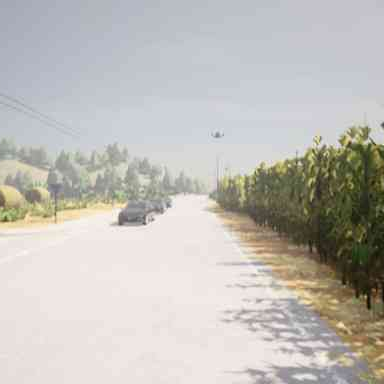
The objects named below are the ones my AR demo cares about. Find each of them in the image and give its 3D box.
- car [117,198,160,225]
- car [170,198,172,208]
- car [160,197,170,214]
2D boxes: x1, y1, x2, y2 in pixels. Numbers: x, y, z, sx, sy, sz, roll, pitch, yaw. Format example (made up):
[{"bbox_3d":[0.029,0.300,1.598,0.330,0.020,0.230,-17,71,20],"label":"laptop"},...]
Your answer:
[{"bbox_3d":[-3.722,1.394,22.990,1.837,1.490,4.892,0,0,4],"label":"car"},{"bbox_3d":[-3.548,1.339,43.415,2.033,1.411,5.357,0,0,0],"label":"car"},{"bbox_3d":[-3.579,1.347,32.882,1.837,1.490,4.892,0,0,0],"label":"car"}]
